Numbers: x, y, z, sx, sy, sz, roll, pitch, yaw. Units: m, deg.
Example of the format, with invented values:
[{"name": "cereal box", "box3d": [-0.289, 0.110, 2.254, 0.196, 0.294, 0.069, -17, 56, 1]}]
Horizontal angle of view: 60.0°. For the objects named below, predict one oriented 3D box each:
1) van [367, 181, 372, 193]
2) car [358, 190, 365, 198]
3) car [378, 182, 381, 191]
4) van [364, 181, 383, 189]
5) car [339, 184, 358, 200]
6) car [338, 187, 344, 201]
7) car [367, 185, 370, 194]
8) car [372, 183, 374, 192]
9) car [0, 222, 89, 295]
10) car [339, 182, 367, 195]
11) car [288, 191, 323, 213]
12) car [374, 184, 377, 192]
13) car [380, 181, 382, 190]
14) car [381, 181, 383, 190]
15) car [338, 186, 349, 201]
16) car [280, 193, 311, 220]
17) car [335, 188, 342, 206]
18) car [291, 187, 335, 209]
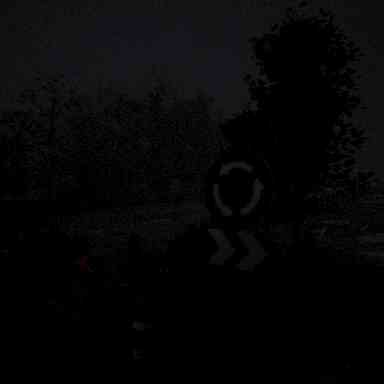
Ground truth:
[{"name": "van", "box3d": [24.524, -0.523, 50.905, 4.442, 1.987, 1.878, 1, 2, 35]}, {"name": "car", "box3d": [18.282, 0.096, 41.747, 5.366, 1.575, 1.946, 1, 3, 35]}, {"name": "car", "box3d": [30.583, -0.680, 60.218, 5.366, 1.575, 1.946, 1, 2, 35]}, {"name": "van", "box3d": [43.248, -1.651, 78.437, 4.442, 1.987, 1.878, 1, 2, 35]}, {"name": "car", "box3d": [16.471, 0.198, 39.777, 5.366, 1.575, 1.946, 1, 3, 35]}, {"name": "car", "box3d": [11.832, 0.561, 32.722, 4.892, 1.521, 2.231, 1, 3, 35]}, {"name": "car", "box3d": [22.878, -0.176, 48.679, 4.792, 1.488, 2.163, 1, 2, 35]}, {"name": "car", "box3d": [25.983, -0.364, 53.280, 4.792, 1.488, 2.163, 1, 2, 35]}, {"name": "car", "box3d": [-4.182, 1.396, 7.173, 1.895, 1.301, 4.718, 2, 1, 11]}, {"name": "car", "box3d": [21.304, -0.234, 46.392, 4.553, 1.767, 2.185, 1, 3, 35]}, {"name": "car", "box3d": [7.103, 0.913, 25.875, 5.008, 1.535, 2.097, 1, 3, 35]}, {"name": "car", "box3d": [27.559, -0.458, 55.563, 4.792, 1.488, 2.163, 1, 2, 35]}, {"name": "car", "box3d": [32.317, -0.767, 62.392, 4.892, 1.521, 2.231, 1, 2, 35]}, {"name": "car", "box3d": [33.883, -0.861, 64.683, 4.892, 1.521, 2.231, 1, 2, 35]}, {"name": "car", "box3d": [13.250, 0.436, 35.112, 5.366, 1.575, 1.946, 1, 3, 35]}, {"name": "car", "box3d": [5.499, 1.060, 23.613, 4.792, 1.488, 2.163, 1, 3, 35]}, {"name": "car", "box3d": [10.403, 0.677, 30.337, 5.366, 1.575, 1.946, 1, 3, 35]}, {"name": "car", "box3d": [8.695, 0.545, 28.133, 5.566, 2.045, 2.435, 1, 3, 35]}]
